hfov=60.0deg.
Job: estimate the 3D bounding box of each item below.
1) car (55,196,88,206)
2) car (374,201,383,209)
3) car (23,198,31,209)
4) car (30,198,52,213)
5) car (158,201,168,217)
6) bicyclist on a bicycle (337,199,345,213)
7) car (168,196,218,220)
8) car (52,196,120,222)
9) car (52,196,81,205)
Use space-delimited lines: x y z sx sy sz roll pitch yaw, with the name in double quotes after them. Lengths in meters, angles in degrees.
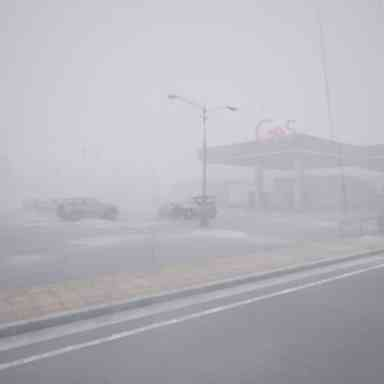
-21.126 1.523 58.457 5.027 1.636 2.152 0 0 -36 "car"
28.272 1.680 46.970 2.242 1.667 4.611 0 0 -36 "car"
-20.456 1.512 44.359 3.633 1.501 1.845 0 0 -36 "car"
-14.666 1.490 36.215 4.514 1.523 2.007 0 0 -36 "car"
-1.115 1.555 30.652 3.806 1.475 1.970 0 0 -36 "car"
17.332 1.651 38.662 1.656 1.620 0.582 0 0 -35 "bicyclist on a bicycle"
0.327 1.271 27.595 3.866 1.878 1.905 0 0 -36 "car"
-7.982 1.290 25.679 4.605 1.855 1.932 0 0 -36 "car"
-22.997 1.532 60.975 4.514 1.523 2.007 0 0 -36 "car"
